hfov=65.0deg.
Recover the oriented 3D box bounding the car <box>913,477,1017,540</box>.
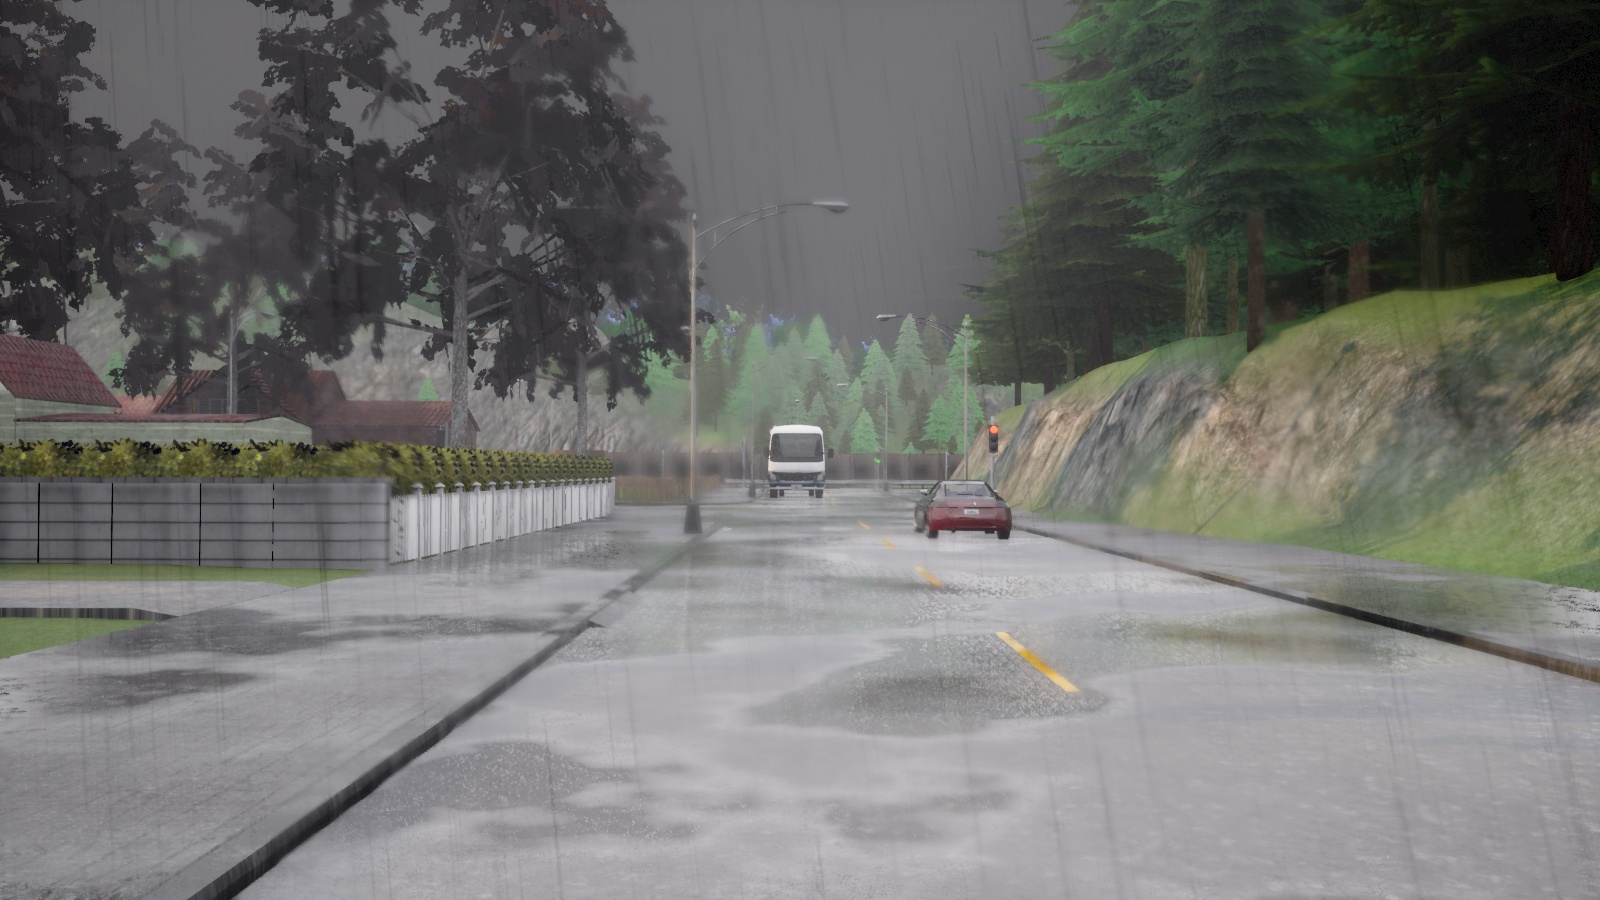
[{"bbox_3d":[3.919,1.374,30.520,1.994,1.385,4.181,0,-1,0],"label":"car"}]

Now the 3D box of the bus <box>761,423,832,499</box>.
[{"bbox_3d":[-0.192,0.698,75.175,3.944,4.253,10.273,0,-1,0],"label":"bus"}]
